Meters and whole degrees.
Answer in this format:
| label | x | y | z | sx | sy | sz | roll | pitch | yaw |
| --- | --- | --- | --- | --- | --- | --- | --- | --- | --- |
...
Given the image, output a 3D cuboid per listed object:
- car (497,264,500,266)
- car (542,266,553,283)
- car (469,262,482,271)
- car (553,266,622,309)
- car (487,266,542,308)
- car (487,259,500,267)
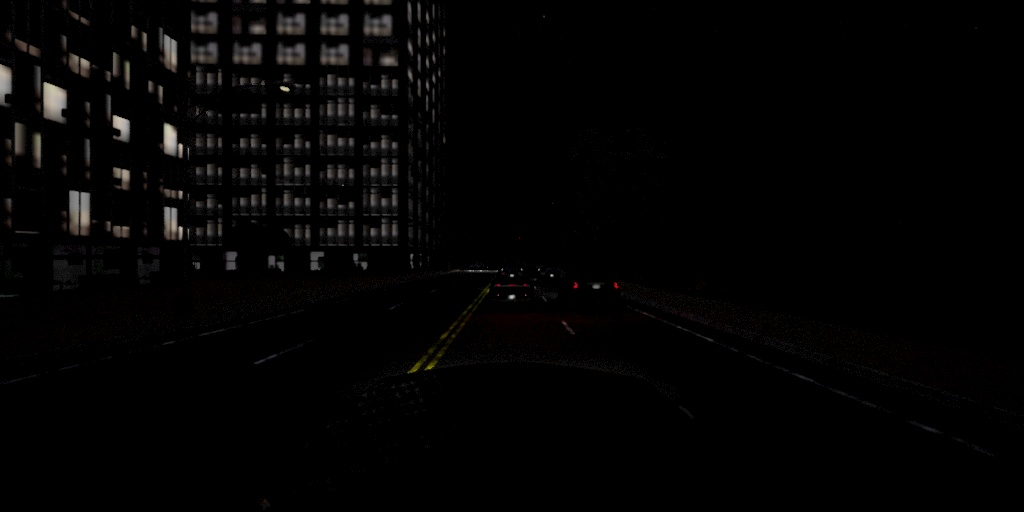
| label | x | y | z | sx | sy | sz | roll | pitch | yaw |
| --- | --- | --- | --- | --- | --- | --- | --- | --- | --- |
| car | -0.010 | 1.584 | 31.105 | 1.994 | 1.385 | 4.181 | 0 | 0 | 0 |
| car | 3.243 | 1.585 | 31.155 | 1.994 | 1.385 | 4.181 | 0 | 0 | 0 |
| car | -6.566 | 1.858 | 64.962 | 1.812 | 1.442 | 4.674 | 0 | -1 | 1 |
| car | 3.248 | 1.231 | 15.919 | 2.097 | 1.767 | 4.553 | 0 | -1 | 0 |
| car | -0.001 | 1.375 | 16.137 | 2.128 | 1.511 | 4.902 | 0 | 0 | 0 |
| car | -3.312 | 1.562 | 64.908 | 2.150 | 2.045 | 5.566 | 0 | -1 | 1 |
